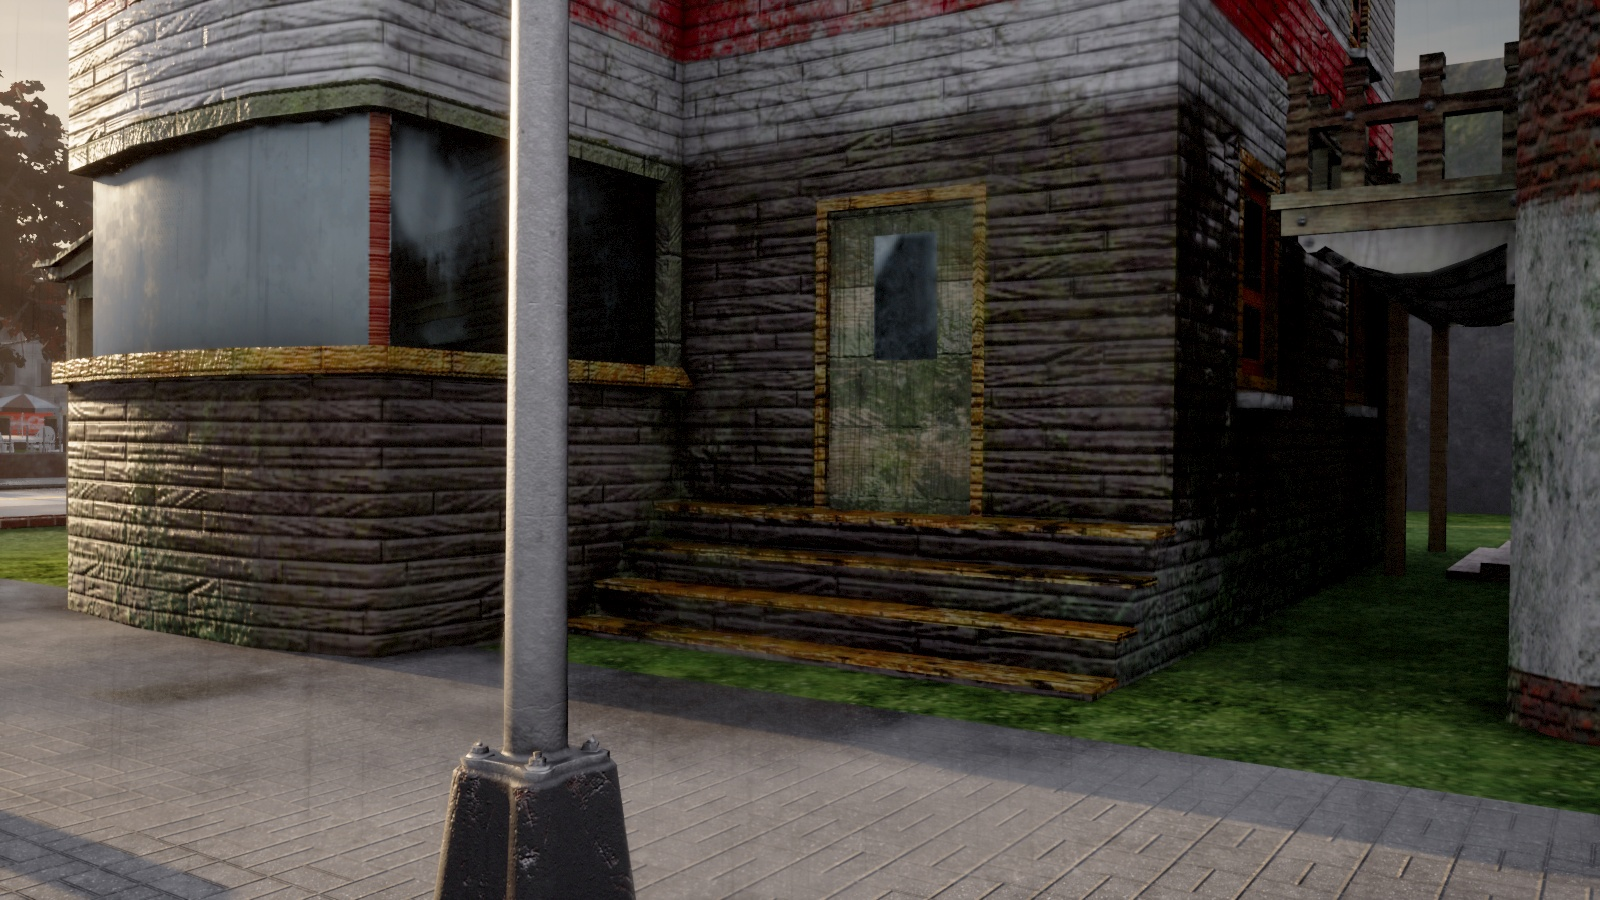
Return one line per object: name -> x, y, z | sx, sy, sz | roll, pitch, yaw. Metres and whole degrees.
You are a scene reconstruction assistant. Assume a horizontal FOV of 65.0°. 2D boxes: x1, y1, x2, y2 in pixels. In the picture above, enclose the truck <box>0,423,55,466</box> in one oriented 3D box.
truck -> -46.218, -0.322, 72.136 | 2.627, 2.467, 5.204 | 0, 1, 33
